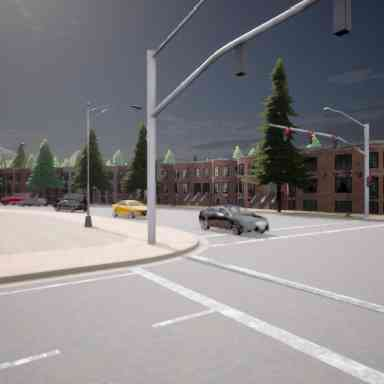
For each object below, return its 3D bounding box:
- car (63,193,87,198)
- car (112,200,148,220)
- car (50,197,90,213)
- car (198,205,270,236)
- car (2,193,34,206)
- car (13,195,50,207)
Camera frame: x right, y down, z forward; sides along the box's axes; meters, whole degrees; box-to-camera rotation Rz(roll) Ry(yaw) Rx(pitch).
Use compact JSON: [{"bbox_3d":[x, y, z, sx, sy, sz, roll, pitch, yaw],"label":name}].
[{"bbox_3d":[-18.913,1.221,52.870,5.566,2.045,2.150,0,0,23],"label":"car"},{"bbox_3d":[-5.212,1.477,28.868,1.882,1.535,5.008,0,0,-38],"label":"car"},{"bbox_3d":[-13.697,1.601,37.720,4.718,1.301,1.895,0,0,37],"label":"car"},{"bbox_3d":[2.203,1.491,18.541,2.128,1.511,4.902,0,0,-31],"label":"car"},{"bbox_3d":[-29.032,1.221,55.923,5.566,2.045,2.150,0,0,10],"label":"car"},{"bbox_3d":[-24.170,1.547,51.137,5.357,1.411,2.033,0,0,17],"label":"car"}]
